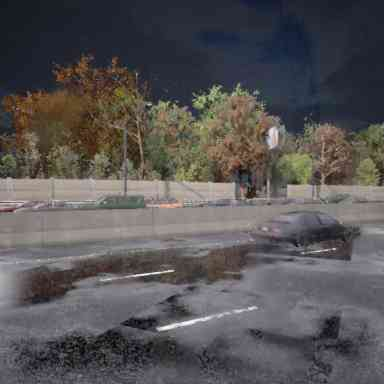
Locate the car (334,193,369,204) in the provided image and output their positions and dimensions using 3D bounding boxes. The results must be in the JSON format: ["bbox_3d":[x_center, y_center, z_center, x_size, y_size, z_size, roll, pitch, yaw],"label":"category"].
[{"bbox_3d":[21.952,1.358,45.090,4.553,1.767,2.097,0,0,-30],"label":"car"}]

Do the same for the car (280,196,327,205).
[{"bbox_3d":[13.436,1.493,40.101,4.902,1.511,2.128,0,0,-30],"label":"car"}]

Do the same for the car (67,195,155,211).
[{"bbox_3d":[-5.945,1.221,24.687,5.566,2.045,2.150,0,0,-30],"label":"car"}]

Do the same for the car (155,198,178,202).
[{"bbox_3d":[-3.153,1.352,30.380,4.553,1.767,2.097,0,0,-30],"label":"car"}]

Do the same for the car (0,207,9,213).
[{"bbox_3d":[-13.629,1.478,28.301,5.008,1.535,1.882,0,0,-30],"label":"car"}]

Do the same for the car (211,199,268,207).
[{"bbox_3d":[5.035,1.548,35.180,5.357,1.411,2.033,0,0,-31],"label":"car"}]

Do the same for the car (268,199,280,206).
[{"bbox_3d":[12.052,1.549,43.345,5.357,1.411,2.033,0,0,-30],"label":"car"}]

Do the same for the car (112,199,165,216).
[{"bbox_3d":[-5.260,1.505,33.200,4.892,1.490,1.837,0,0,-30],"label":"car"}]

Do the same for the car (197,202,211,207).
[{"bbox_3d":[3.174,1.548,38.152,5.357,1.411,2.033,0,0,-30],"label":"car"}]

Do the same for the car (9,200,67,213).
[{"bbox_3d":[-11.135,1.492,25.704,4.902,1.511,2.128,0,0,-30],"label":"car"}]

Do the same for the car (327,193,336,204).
[{"bbox_3d":[20.974,1.228,48.570,5.566,2.045,2.150,0,0,-30],"label":"car"}]

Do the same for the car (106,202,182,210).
[{"bbox_3d":[-3.024,1.600,22.348,4.718,1.301,1.895,0,0,-30],"label":"car"}]

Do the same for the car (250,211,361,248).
[{"bbox_3d":[5.102,1.547,14.703,5.357,1.411,2.033,0,0,-30],"label":"car"}]
